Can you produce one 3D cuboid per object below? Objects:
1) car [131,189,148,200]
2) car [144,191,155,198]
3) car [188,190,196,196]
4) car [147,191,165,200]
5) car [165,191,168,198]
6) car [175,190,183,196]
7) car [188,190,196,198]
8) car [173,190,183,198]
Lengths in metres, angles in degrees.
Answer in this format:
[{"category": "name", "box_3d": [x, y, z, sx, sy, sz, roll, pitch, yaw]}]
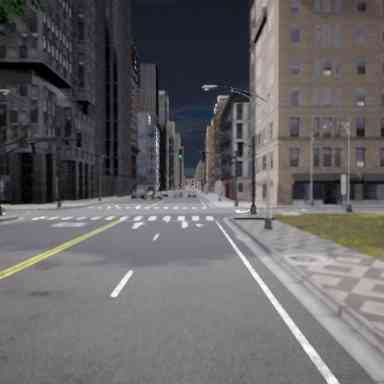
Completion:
[{"category": "car", "box_3d": [-9.767, 0.435, 61.305, 2.150, 2.045, 5.566, 0, 1, 0]}, {"category": "car", "box_3d": [-9.751, 0.504, 76.883, 1.882, 1.535, 5.008, 0, 1, 0]}, {"category": "car", "box_3d": [-0.002, 0.299, 86.257, 1.812, 1.442, 4.674, 0, 1, 0]}, {"category": "car", "box_3d": [-6.524, 0.717, 61.391, 1.837, 1.490, 4.892, 0, 1, 1]}, {"category": "car", "box_3d": [-6.502, 0.506, 76.770, 1.882, 1.535, 5.008, 0, 1, 0]}, {"category": "car", "box_3d": [-3.252, 0.239, 85.840, 1.882, 1.535, 5.008, 0, 1, 0]}, {"category": "car", "box_3d": [-0.001, 0.587, 76.254, 1.994, 1.385, 4.181, 0, 1, 0]}, {"category": "car", "box_3d": [-3.251, 0.582, 75.421, 2.033, 1.411, 5.357, 0, 1, 0]}]
